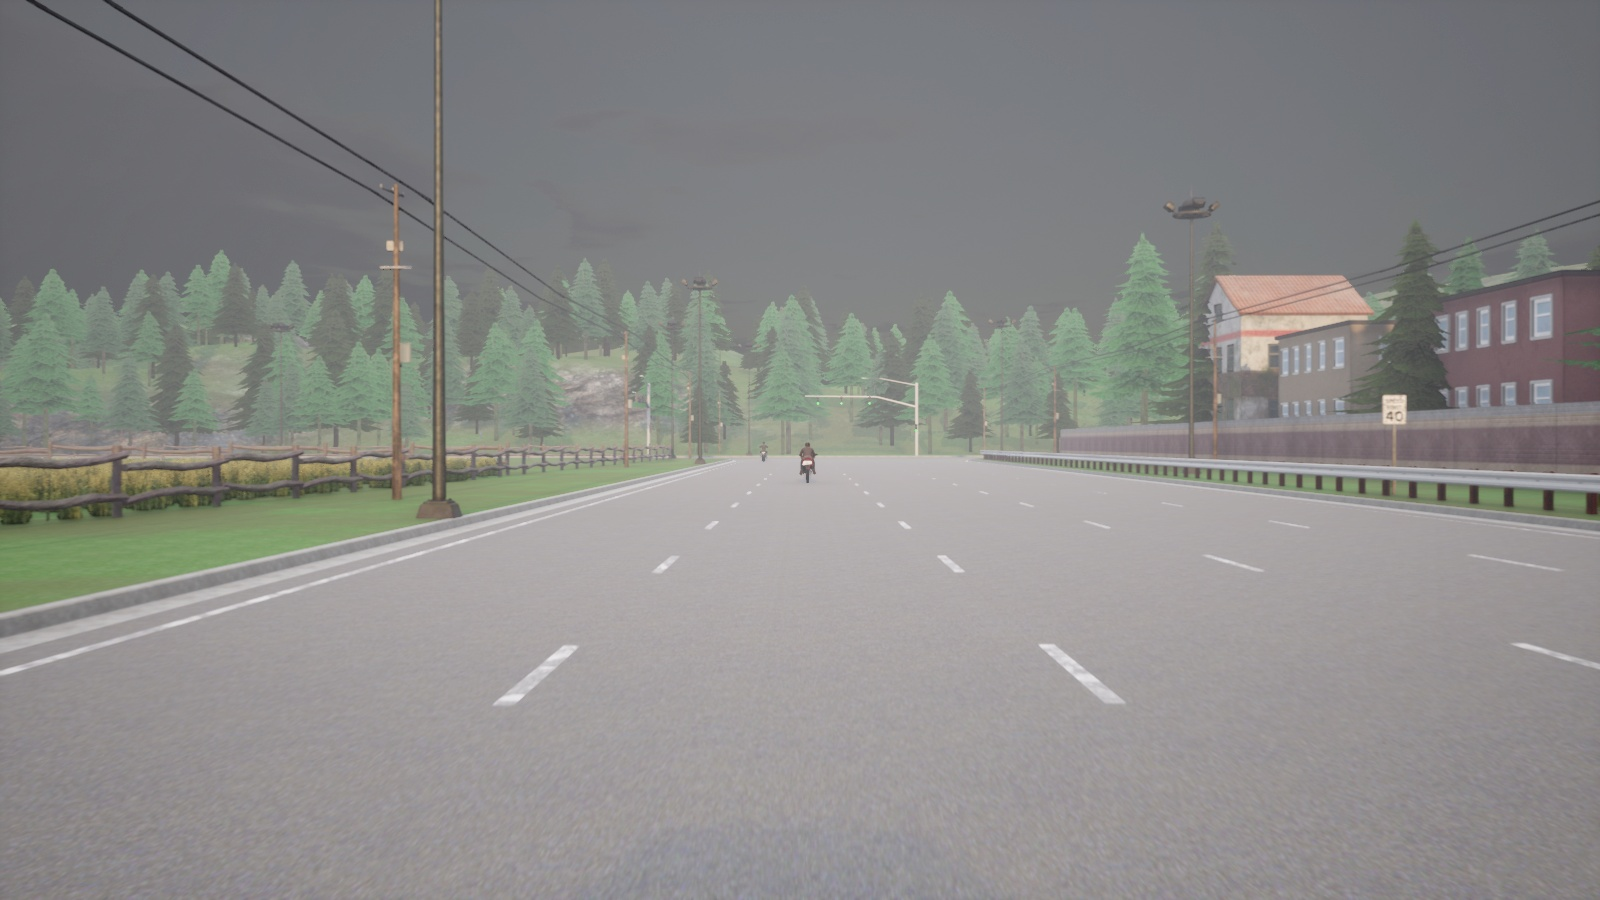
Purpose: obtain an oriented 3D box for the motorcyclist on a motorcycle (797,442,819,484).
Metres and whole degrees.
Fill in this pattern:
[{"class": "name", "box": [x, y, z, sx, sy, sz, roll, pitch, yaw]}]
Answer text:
[{"class": "motorcyclist on a motorcycle", "box": [0.283, 0.464, 46.908, 0.797, 1.523, 2.044, 0, 0, 0]}]
